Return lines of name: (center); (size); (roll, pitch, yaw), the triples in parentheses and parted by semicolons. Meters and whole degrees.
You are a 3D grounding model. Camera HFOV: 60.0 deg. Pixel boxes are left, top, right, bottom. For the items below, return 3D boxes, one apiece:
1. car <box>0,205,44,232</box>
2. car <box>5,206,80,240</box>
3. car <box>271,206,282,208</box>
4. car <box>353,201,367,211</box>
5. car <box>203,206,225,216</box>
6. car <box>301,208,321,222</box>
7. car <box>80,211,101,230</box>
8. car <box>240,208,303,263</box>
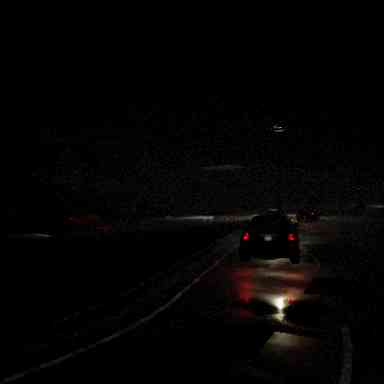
car: (-15.012, 2.072, 26.322); (5.566, 2.045, 2.150); (1, -2, -44)
car: (-10.417, 1.893, 21.054); (5.566, 2.045, 2.150); (1, -2, -45)
car: (13.952, 3.051, 55.637); (1.895, 1.301, 4.718); (-1, -2, 29)
car: (36.157, 2.962, 71.842); (2.150, 2.045, 5.566); (-1, -2, 29)
car: (3.433, 2.899, 51.307); (2.128, 1.511, 4.902); (-1, -2, 29)
car: (12.928, 2.465, 36.982); (1.812, 1.442, 4.674); (-1, -2, 28)
car: (-9.771, 2.299, 26.675); (1.882, 1.535, 5.008); (-2, -2, 45)
car: (3.313, 1.718, 13.789); (2.097, 1.767, 4.553); (-1, -2, 17)
